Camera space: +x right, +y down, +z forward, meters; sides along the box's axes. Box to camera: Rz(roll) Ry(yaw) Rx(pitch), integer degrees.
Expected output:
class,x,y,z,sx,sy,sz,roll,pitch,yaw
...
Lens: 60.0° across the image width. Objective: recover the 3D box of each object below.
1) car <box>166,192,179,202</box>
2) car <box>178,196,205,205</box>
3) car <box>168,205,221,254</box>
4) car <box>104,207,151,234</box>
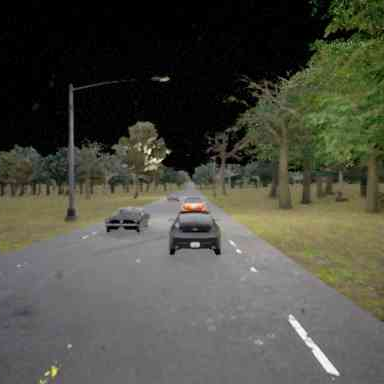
class,x,y,z,sx,sy,sz,roll,pitch,yaw
car,-3.493,0.875,60.850,2.097,1.767,4.553,0,1,1
car,0.118,1.235,29.366,2.097,1.767,4.553,0,0,0
car,0.107,1.482,13.406,1.837,1.490,4.892,0,0,0
car,-3.588,1.552,19.159,1.895,1.301,4.718,0,0,0
